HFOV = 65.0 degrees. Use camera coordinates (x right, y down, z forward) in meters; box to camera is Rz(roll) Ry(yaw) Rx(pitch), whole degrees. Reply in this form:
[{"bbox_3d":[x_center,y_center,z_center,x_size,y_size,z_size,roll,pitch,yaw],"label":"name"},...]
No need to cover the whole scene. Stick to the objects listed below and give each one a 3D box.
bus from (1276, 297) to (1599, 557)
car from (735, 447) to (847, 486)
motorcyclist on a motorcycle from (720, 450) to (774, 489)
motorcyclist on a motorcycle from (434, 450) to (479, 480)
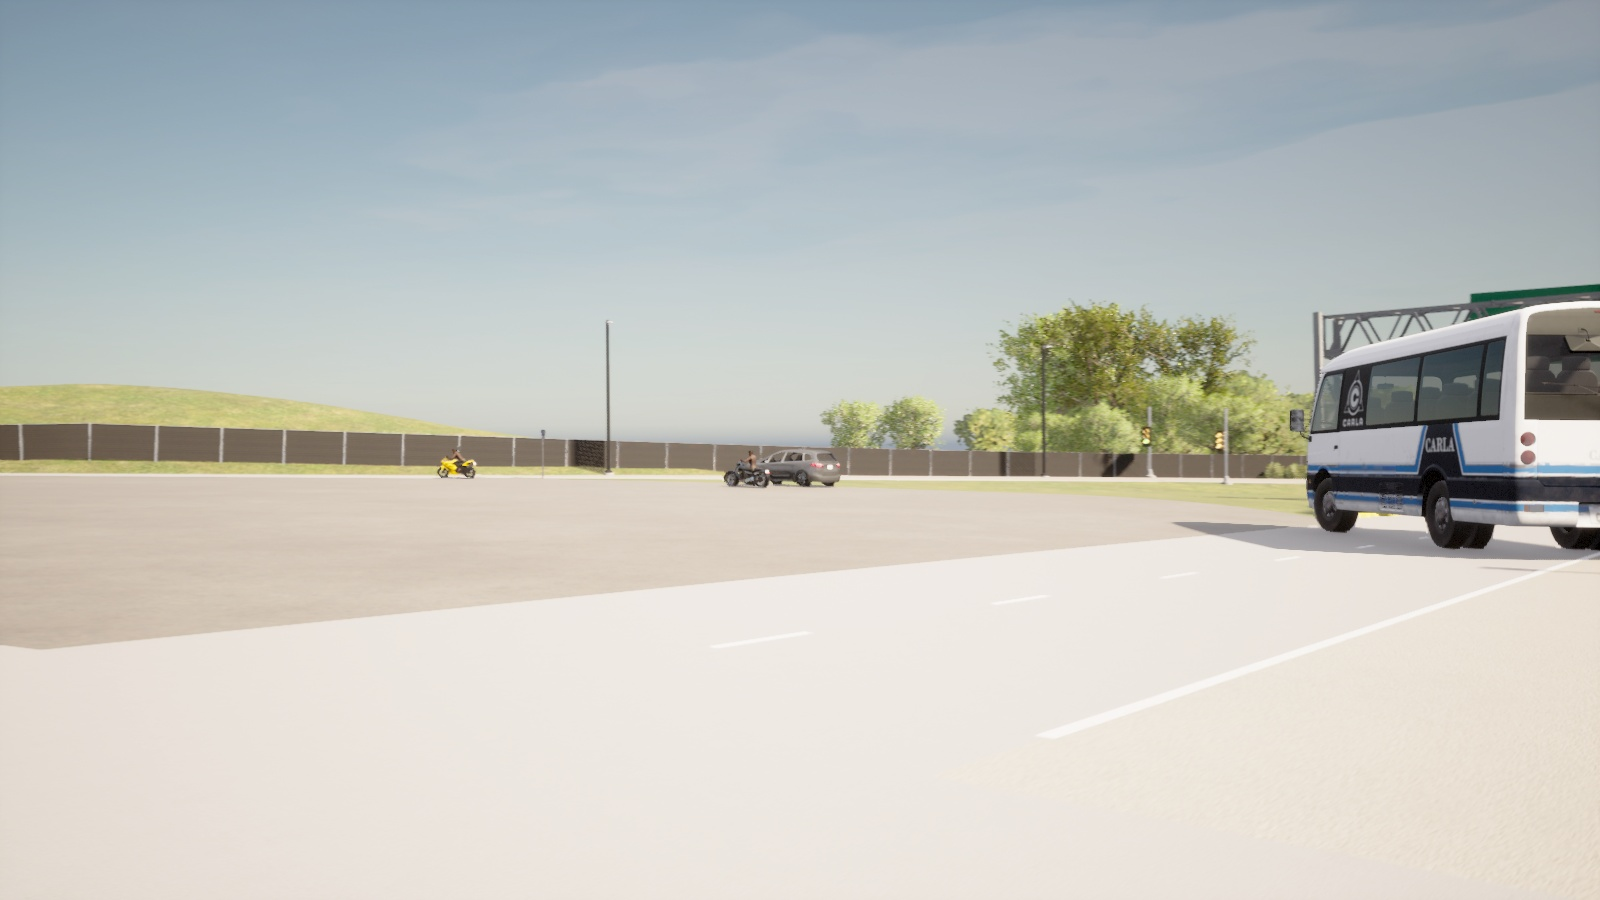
[{"bbox_3d":[13.408,-0.315,25.689,3.944,4.253,10.273,0,-1,3],"label":"bus"},{"bbox_3d":[-0.440,0.716,56.608,4.611,1.667,2.242,0,0,36],"label":"car"},{"bbox_3d":[-2.268,0.814,53.605,2.350,1.649,0.766,0,0,36],"label":"motorcyclist on a motorcycle"},{"bbox_3d":[-17.218,0.746,62.957,2.044,1.523,0.797,0,0,8],"label":"motorcyclist on a motorcycle"}]
